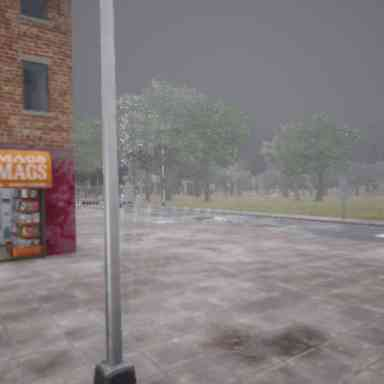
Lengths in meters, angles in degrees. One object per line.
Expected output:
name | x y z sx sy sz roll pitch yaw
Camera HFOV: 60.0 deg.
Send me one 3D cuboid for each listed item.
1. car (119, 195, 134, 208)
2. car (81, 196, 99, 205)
car | -9.874 1.223 45.983 2.097 1.767 4.553 -2 1 -35
car | -17.244 1.452 56.311 1.994 1.385 4.181 -2 1 -35
